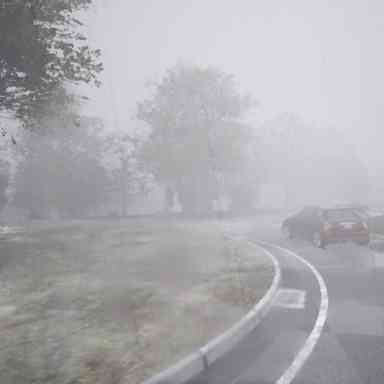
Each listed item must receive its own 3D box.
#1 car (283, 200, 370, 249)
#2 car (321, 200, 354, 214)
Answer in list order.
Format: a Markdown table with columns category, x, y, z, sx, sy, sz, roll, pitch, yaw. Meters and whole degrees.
| category | x | y | z | sx | sy | sz | roll | pitch | yaw |
| --- | --- | --- | --- | --- | --- | --- | --- | --- | --- |
| car | 5.877 | 1.422 | 15.250 | 2.097 | 1.767 | 4.553 | -1 | -1 | -8 |
| car | 17.074 | 1.663 | 39.002 | 4.674 | 1.442 | 1.812 | 0 | -1 | -43 |
